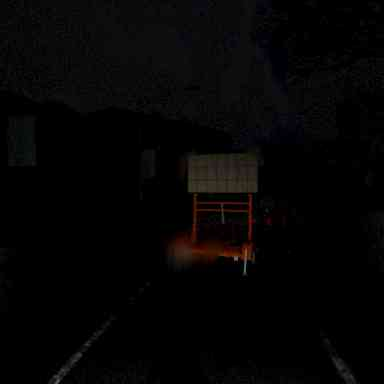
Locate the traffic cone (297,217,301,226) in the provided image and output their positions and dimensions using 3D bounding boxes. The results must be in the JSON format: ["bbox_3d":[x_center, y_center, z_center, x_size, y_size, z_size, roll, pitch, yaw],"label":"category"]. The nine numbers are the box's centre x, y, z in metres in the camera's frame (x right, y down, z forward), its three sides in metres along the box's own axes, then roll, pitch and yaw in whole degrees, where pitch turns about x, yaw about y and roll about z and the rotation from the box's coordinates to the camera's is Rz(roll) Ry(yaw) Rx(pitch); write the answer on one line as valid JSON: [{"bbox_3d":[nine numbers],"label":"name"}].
[{"bbox_3d":[7.175,1.984,22.225,0.340,0.580,0.340,1,0,21],"label":"traffic cone"}]

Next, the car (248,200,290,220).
[{"bbox_3d":[6.640,1.470,28.377,1.882,1.535,5.008,1,0,40],"label":"car"}]

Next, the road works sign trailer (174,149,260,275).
[{"bbox_3d":[1.012,0.461,10.684,2.380,3.560,2.880,0,0,21],"label":"road works sign trailer"}]
